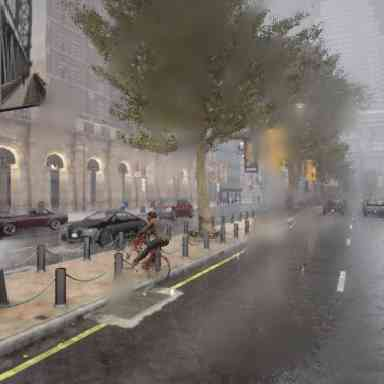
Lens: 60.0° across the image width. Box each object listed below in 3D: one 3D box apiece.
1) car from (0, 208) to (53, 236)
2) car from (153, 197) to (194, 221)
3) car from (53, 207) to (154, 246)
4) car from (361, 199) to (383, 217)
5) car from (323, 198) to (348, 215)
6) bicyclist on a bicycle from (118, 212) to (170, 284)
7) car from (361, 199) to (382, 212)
[{"bbox_3d":[-9.456,1.595,18.837,1.895,1.301,4.718,0,0,26],"label":"car"},{"bbox_3d":[-1.621,1.350,27.302,2.097,1.767,4.553,0,0,26],"label":"car"},{"bbox_3d":[-3.831,1.564,15.168,1.994,1.385,4.181,0,0,27],"label":"car"},{"bbox_3d":[16.964,1.492,30.923,2.128,1.511,4.902,0,0,27],"label":"car"},{"bbox_3d":[14.370,1.505,33.549,1.837,1.490,4.892,0,0,27],"label":"car"},{"bbox_3d":[-1.089,1.318,8.296,1.656,1.620,0.582,15,-4,29],"label":"bicyclist on a bicycle"},{"bbox_3d":[21.298,1.547,39.649,2.033,1.411,5.357,0,0,27],"label":"car"}]
